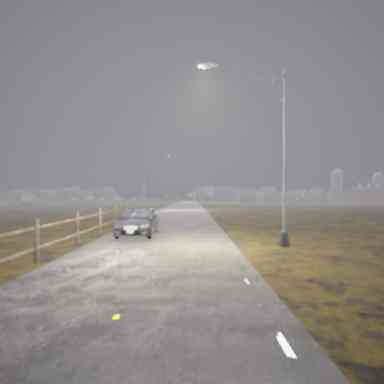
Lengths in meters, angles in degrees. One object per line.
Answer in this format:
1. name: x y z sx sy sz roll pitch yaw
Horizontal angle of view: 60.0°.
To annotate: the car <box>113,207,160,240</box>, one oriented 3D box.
1. car: -2.804 1.562 17.611 2.128 1.511 4.902 0 0 0
